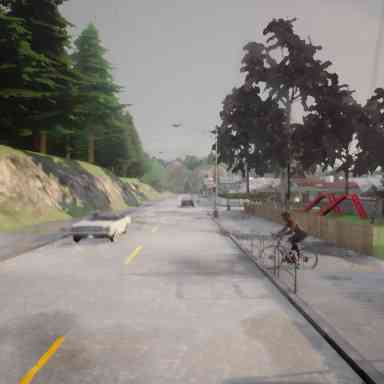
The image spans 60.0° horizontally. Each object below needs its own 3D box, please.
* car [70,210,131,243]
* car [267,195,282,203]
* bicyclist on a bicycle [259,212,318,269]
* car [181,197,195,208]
[{"bbox_3d":[-4.329,1.601,16.356,1.895,1.301,4.718,0,0,-1],"label":"car"},{"bbox_3d":[14.830,1.300,60.211,1.994,1.381,4.181,0,0,-1],"label":"car"},{"bbox_3d":[2.715,1.386,9.230,1.656,1.620,0.582,4,0,-2],"label":"bicyclist on a bicycle"},{"bbox_3d":[-0.684,1.526,49.160,1.812,1.442,4.674,0,0,-2],"label":"car"}]
